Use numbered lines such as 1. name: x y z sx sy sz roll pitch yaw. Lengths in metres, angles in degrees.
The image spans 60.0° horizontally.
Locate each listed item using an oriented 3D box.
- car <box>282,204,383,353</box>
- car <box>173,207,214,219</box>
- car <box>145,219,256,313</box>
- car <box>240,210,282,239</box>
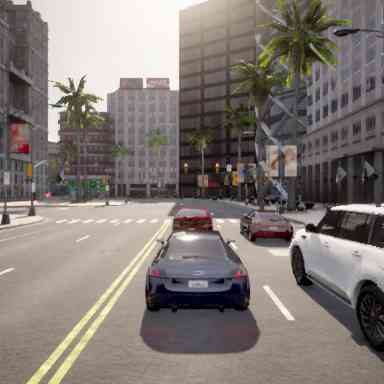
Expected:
1. car: 3.599 1.220 6.242 2.150 2.045 5.566 0 0 0
2. car: 0.086 1.477 16.756 1.882 1.535 5.008 0 0 2
3. car: 0.087 1.561 7.770 1.994 1.385 4.181 0 0 -1
4. car: 3.593 1.563 16.635 1.994 1.385 4.181 0 0 0
